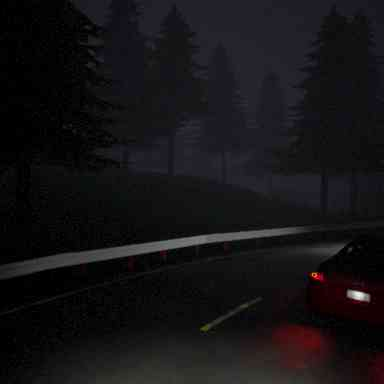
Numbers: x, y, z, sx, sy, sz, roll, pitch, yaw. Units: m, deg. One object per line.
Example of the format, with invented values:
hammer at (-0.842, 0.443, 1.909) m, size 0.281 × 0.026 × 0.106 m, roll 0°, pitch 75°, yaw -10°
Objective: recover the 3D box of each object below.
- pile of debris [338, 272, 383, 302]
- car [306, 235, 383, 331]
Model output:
pile of debris at (4.519, 2.183, 7.597) m, size 1.860 × 0.140 × 1.500 m, roll 0°, pitch 0°, yaw -40°
car at (3.953, 1.565, 6.587) m, size 1.994 × 1.385 × 4.181 m, roll 1°, pitch 1°, yaw 44°
